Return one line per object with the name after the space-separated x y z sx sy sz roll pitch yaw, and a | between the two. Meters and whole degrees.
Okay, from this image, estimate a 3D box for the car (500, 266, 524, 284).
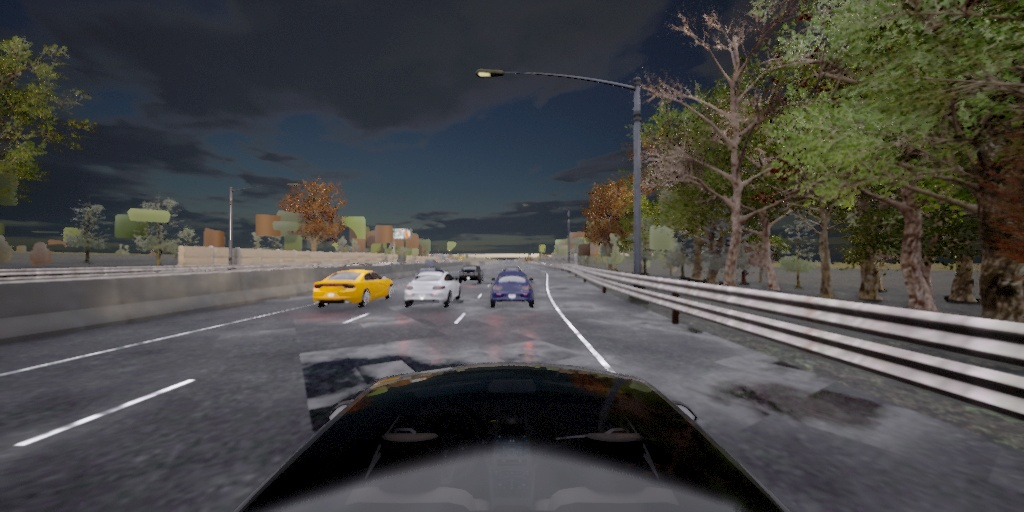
0.021 1.599 31.192 1.994 1.385 4.181 0 -1 0 | car

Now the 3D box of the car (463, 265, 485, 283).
-3.481 1.542 31.159 1.837 1.490 4.892 0 0 0 | car

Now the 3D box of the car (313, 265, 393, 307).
-6.987 1.365 16.330 1.882 1.535 5.008 0 0 0 | car

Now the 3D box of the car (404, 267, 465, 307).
-3.488 1.412 16.238 1.812 1.442 4.674 0 0 0 | car

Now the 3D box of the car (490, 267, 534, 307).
0.012 1.412 16.220 1.812 1.442 4.674 0 0 0 | car

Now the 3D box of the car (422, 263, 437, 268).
-6.984 1.578 30.841 2.033 1.411 5.357 0 -1 0 | car
